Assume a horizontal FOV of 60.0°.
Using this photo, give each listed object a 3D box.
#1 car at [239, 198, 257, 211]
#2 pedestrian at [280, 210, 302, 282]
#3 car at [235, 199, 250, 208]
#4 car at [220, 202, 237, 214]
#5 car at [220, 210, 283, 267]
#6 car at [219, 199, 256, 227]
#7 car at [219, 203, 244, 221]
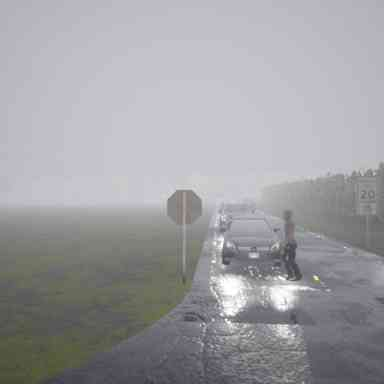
[{"bbox_3d":[7.769,1.695,46.849,2.097,1.767,4.553,0,0,4],"label":"car"},{"bbox_3d":[2.493,1.345,8.494,0.375,1.860,0.375,1,-1,5],"label":"pedestrian"},{"bbox_3d":[8.544,1.912,56.743,2.128,1.511,4.902,0,0,5],"label":"car"},{"bbox_3d":[4.347,1.888,40.453,1.895,1.301,4.718,0,0,5],"label":"car"},{"bbox_3d":[2.037,1.600,11.969,1.812,1.442,4.674,0,0,6],"label":"car"},{"bbox_3d":[2.765,1.491,20.774,2.097,1.767,4.553,0,0,4],"label":"car"},{"bbox_3d":[3.522,1.758,30.329,2.033,1.411,5.357,0,0,5],"label":"car"}]
